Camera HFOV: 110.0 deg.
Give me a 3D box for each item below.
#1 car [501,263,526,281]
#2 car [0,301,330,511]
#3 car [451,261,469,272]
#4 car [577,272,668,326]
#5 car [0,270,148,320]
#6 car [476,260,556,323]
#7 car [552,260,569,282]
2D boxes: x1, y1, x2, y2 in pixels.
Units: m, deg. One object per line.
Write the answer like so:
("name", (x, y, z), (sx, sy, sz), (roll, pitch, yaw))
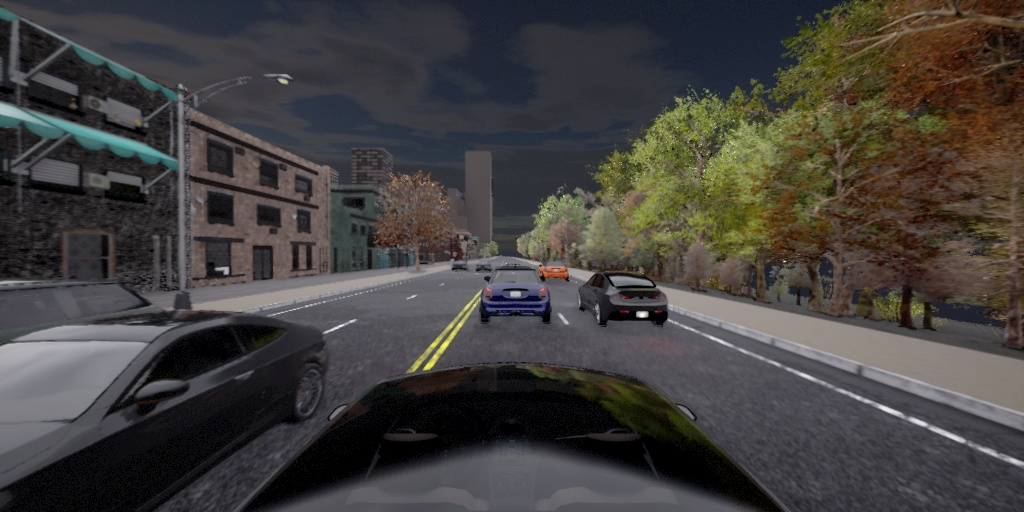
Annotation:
("car", (0.099, 1.310, 30.645), (1.994, 1.385, 4.181), (0, 0, 0))
("car", (-3.350, 1.275, 3.060), (1.812, 1.442, 4.674), (0, 0, 0))
("car", (-6.694, 1.293, 46.969), (2.033, 1.411, 5.357), (0, 0, -1))
("car", (3.349, 1.254, 11.640), (1.837, 1.490, 4.892), (0, 0, 0))
("car", (-6.600, 1.101, 4.000), (2.097, 1.767, 4.553), (0, 0, 0))
("car", (0.100, 1.101, 12.313), (2.097, 1.767, 4.553), (0, 0, 0))
("car", (3.349, 1.099, 29.539), (2.097, 1.767, 4.553), (0, 0, 0))
